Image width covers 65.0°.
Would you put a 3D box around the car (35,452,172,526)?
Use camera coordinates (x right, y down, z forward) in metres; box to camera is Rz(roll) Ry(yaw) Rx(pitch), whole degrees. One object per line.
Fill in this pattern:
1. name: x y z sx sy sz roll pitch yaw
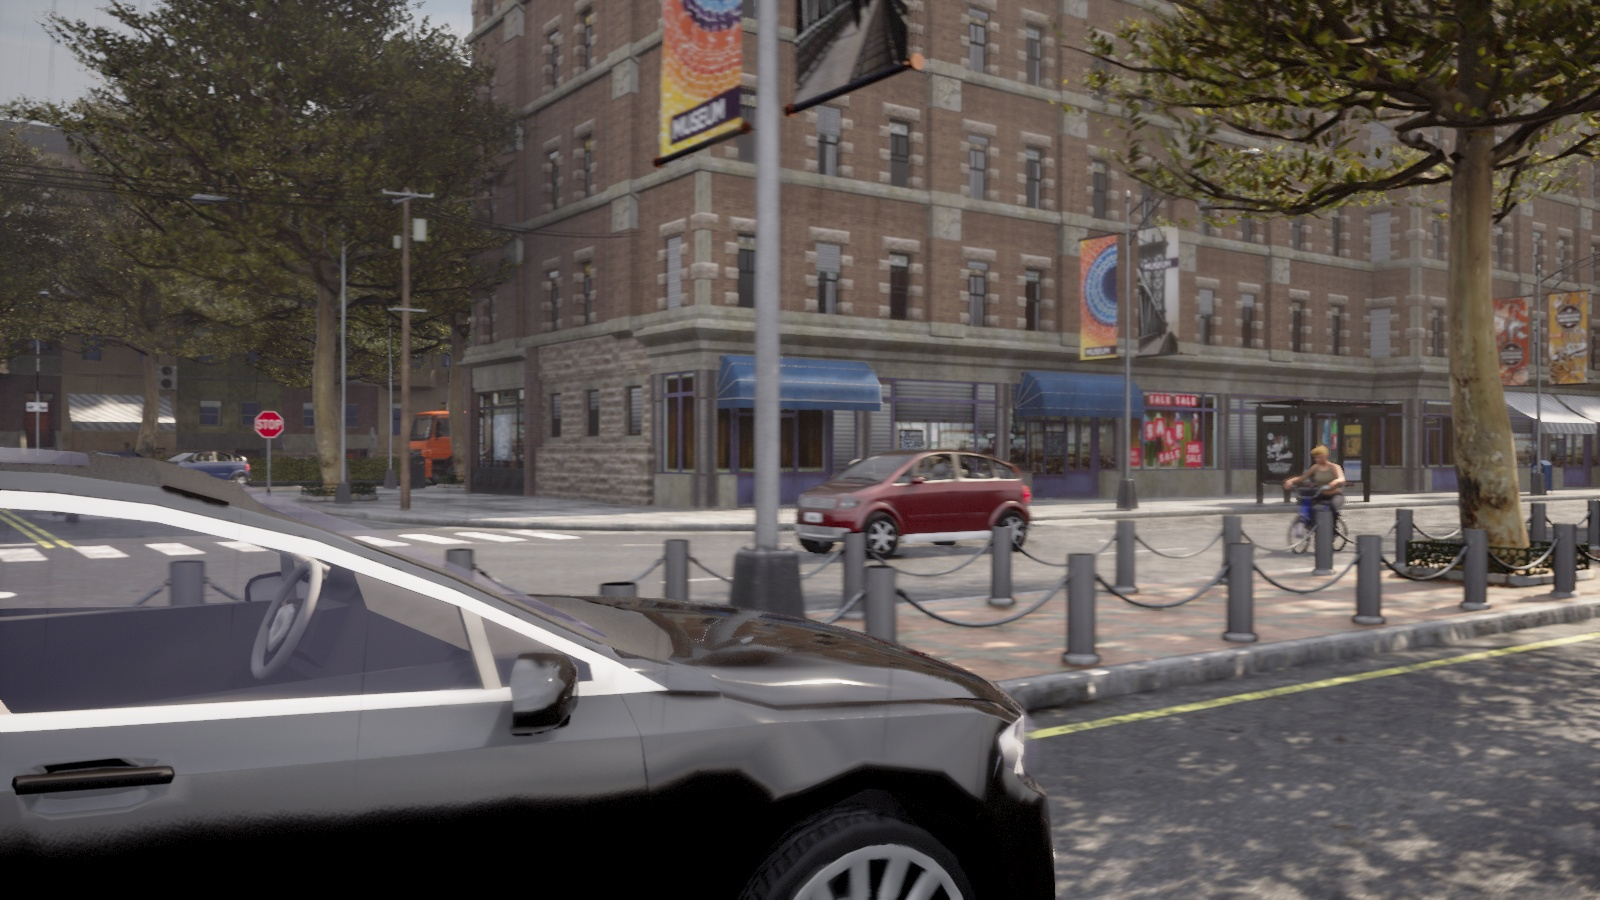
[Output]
1. car: -15.808 0.804 28.364 2.128 1.511 4.902 0 0 -36

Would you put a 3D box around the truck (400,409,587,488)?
1. truck: -14.187 -0.064 58.400 7.936 3.462 2.891 0 0 -35

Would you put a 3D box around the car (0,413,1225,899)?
1. car: -1.574 0.711 2.564 4.902 1.511 2.128 0 0 -35

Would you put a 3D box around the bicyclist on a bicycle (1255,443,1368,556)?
1. bicyclist on a bicycle: 7.630 0.711 18.710 1.509 1.612 0.866 0 0 -35

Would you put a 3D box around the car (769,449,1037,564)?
1. car: 1.575 0.766 18.766 3.705 1.549 1.789 0 0 -35

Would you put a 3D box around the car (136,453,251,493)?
1. car: -24.108 0.897 50.028 1.789 1.549 3.705 -1 0 38
